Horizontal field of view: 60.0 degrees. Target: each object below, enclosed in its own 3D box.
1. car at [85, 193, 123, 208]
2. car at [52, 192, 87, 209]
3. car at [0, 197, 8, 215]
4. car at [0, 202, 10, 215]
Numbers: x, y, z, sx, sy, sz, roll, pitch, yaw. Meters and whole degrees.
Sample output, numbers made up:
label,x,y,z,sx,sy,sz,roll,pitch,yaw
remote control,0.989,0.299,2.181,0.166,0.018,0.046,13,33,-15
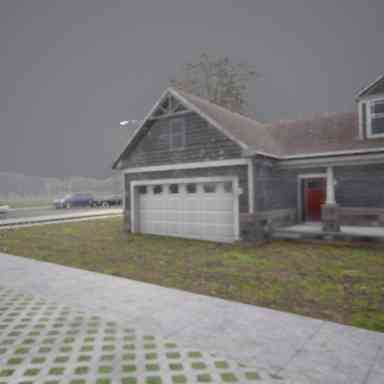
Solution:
label,x,y,z,sx,sy,sz,roll,pitch,yaw
car,-8.545,0.986,35.461,1.895,1.301,4.718,-1,1,38
car,-12.550,0.873,35.595,2.097,1.767,4.553,-1,1,37
car,-18.460,1.323,27.927,1.837,1.490,4.892,-1,1,36
car,-16.548,1.388,25.037,1.895,1.301,4.718,-1,1,37
